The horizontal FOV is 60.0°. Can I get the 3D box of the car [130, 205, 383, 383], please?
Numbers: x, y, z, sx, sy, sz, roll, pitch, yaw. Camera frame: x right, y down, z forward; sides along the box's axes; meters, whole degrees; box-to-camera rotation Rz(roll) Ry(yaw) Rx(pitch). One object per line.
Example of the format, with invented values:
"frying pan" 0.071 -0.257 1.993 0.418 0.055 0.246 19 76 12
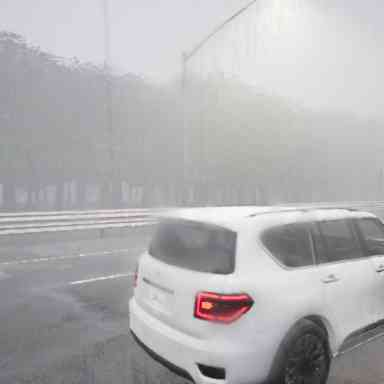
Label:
"car" 1.806 1.223 5.159 5.566 2.045 2.150 0 0 -35
